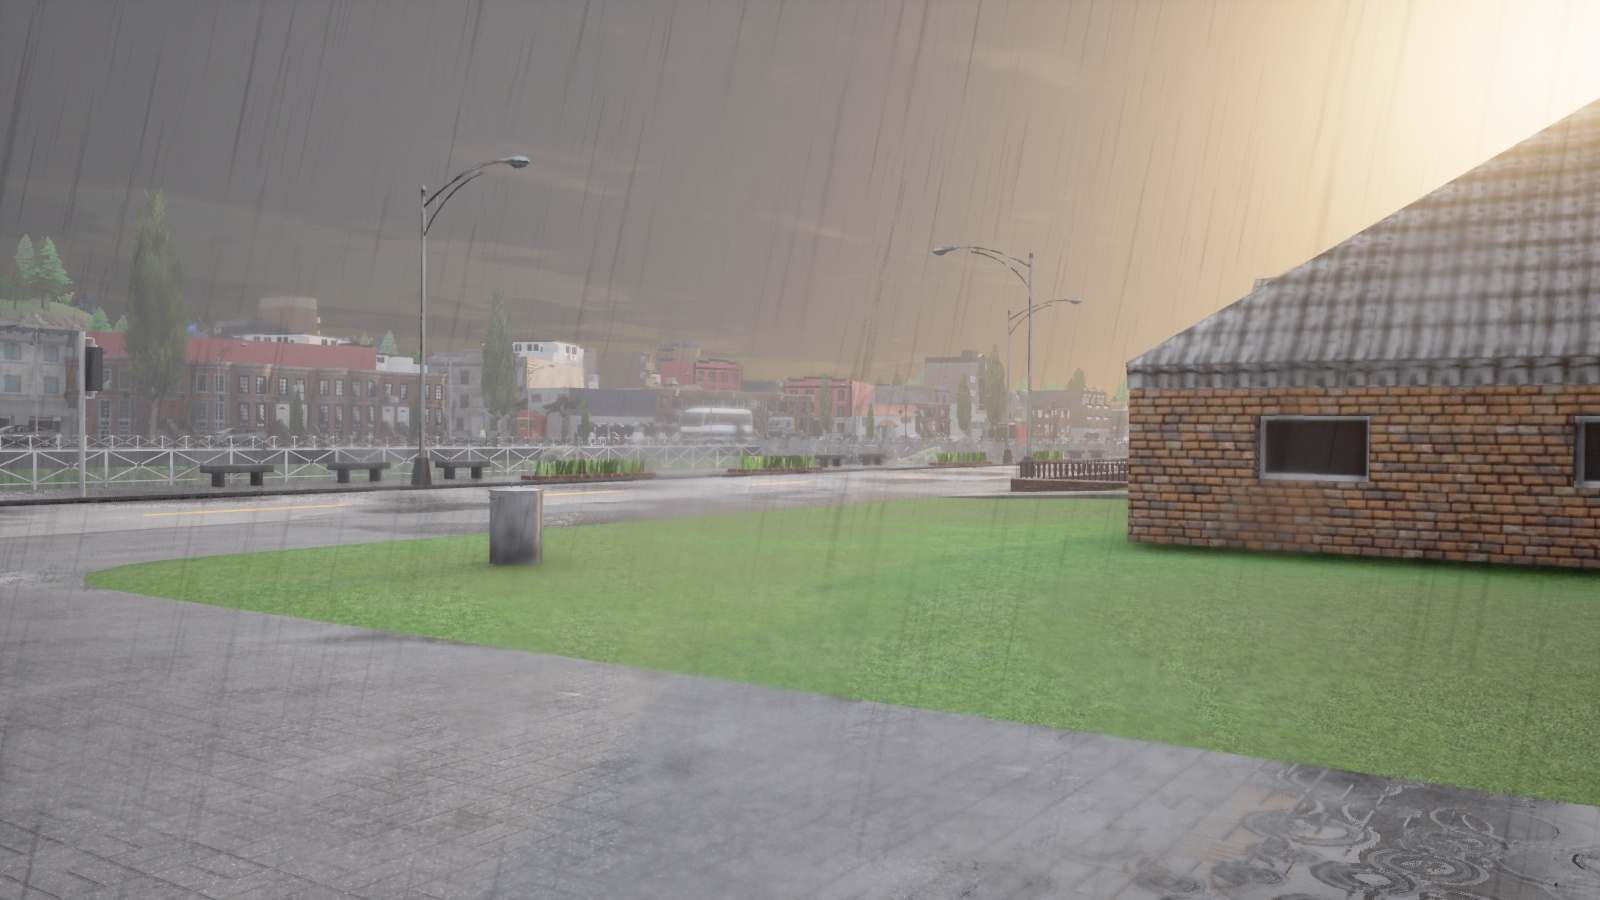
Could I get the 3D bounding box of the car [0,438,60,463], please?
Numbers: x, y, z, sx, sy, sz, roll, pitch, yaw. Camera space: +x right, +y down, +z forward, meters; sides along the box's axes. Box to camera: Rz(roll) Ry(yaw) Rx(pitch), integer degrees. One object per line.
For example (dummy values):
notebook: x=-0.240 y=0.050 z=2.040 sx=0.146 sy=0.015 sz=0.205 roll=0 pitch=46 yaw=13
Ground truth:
car: x=-51.435 y=0.017 z=82.430 sx=2.007 sy=1.525 sz=4.514 roll=0 pitch=1 yaw=34
